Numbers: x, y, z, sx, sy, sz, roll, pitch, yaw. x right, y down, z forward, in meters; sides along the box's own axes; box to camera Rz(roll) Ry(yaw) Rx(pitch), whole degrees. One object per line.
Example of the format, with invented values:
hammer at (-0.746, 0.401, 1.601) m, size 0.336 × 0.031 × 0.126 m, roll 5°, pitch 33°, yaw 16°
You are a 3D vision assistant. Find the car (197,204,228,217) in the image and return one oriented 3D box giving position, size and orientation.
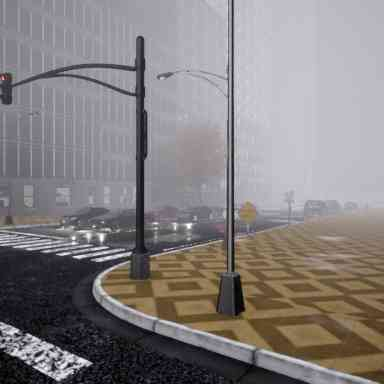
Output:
car at (2.596, 2.223, 41.160) m, size 1.994 × 1.385 × 4.181 m, roll 0°, pitch -1°, yaw 32°

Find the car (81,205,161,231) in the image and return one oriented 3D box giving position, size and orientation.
car at (-4.856, 1.874, 23.628) m, size 2.033 × 1.411 × 5.357 m, roll 0°, pitch -1°, yaw 33°

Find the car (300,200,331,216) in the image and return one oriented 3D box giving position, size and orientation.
car at (16.580, 2.077, 44.480) m, size 2.150 × 2.045 × 5.566 m, roll 0°, pitch -1°, yaw 33°

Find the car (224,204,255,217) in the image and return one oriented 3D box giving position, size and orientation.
car at (5.785, 2.204, 40.093) m, size 1.812 × 1.442 × 4.674 m, roll 0°, pitch -1°, yaw 33°

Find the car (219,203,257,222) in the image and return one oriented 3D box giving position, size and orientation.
car at (4.513, 2.070, 31.770) m, size 1.812 × 1.442 × 4.674 m, roll 0°, pitch -1°, yaw 33°

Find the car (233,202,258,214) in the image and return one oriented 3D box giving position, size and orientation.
car at (8.062, 2.315, 49.542) m, size 1.882 × 1.535 × 5.008 m, roll 0°, pitch -1°, yaw 33°

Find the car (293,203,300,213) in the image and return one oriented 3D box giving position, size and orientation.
car at (16.766, 2.473, 50.801) m, size 1.812 × 1.442 × 4.674 m, roll 0°, pitch -1°, yaw 33°

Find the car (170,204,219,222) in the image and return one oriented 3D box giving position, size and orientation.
car at (0.346, 2.003, 31.685) m, size 1.837 × 1.490 × 4.892 m, roll 0°, pitch -1°, yaw 33°

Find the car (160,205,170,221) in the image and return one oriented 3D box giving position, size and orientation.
car at (-2.797, 2.007, 32.810) m, size 1.812 × 1.442 × 4.674 m, roll 0°, pitch -1°, yaw 33°

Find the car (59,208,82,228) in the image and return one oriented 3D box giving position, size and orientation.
car at (-7.724, 1.844, 25.166) m, size 1.812 × 1.442 × 4.674 m, roll 0°, pitch -1°, yaw 31°

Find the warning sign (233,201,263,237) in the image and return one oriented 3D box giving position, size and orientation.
warning sign at (3.136, 1.454, 18.552) m, size 1.300 × 1.860 × 1.060 m, roll 1°, pitch 1°, yaw 33°

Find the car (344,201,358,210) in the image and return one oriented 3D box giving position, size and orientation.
car at (31.503, 2.662, 65.686) m, size 2.097 × 1.767 × 4.553 m, roll 0°, pitch -1°, yaw 33°

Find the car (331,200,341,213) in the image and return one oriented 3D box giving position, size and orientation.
car at (22.408, 2.267, 53.509) m, size 2.150 × 2.045 × 5.566 m, roll 0°, pitch -1°, yaw 33°
